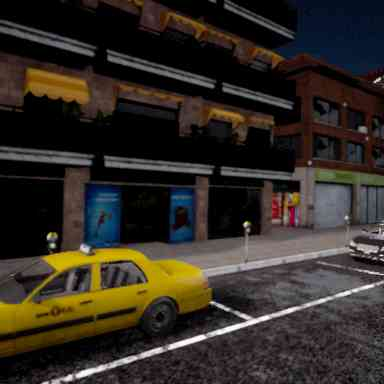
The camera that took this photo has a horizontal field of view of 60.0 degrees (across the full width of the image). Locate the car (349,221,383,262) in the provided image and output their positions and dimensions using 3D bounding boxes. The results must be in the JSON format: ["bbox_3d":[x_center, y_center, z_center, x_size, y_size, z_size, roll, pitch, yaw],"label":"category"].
[{"bbox_3d":[7.293,1.683,11.746,4.403,1.369,2.008,1,0,-35],"label":"car"}]

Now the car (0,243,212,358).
[{"bbox_3d":[-1.913,1.539,5.180,4.829,1.417,1.752,1,0,-35],"label":"car"}]
